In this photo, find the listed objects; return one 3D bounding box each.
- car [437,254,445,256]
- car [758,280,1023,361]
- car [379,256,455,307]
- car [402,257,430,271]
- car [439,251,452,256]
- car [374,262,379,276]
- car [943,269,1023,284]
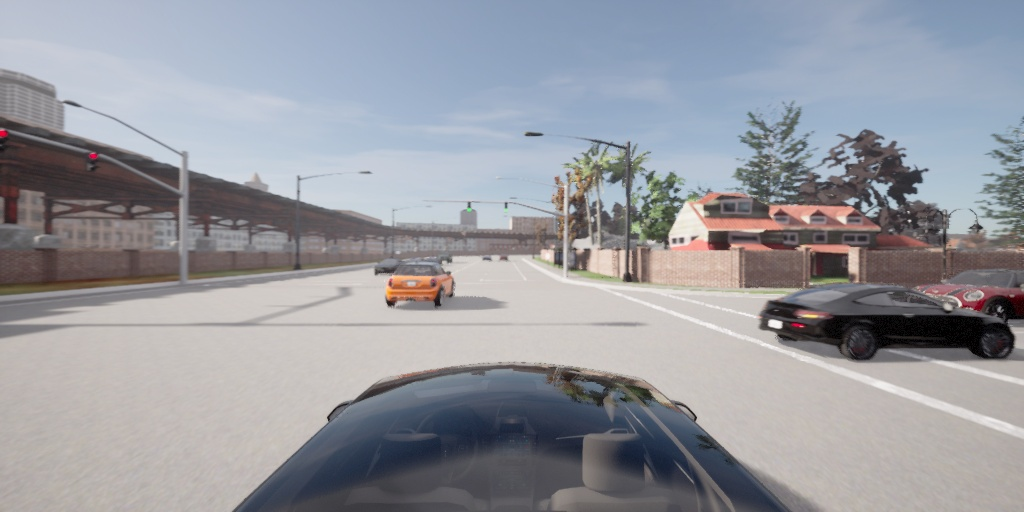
[{"bbox_3d":[-11.713,0.774,53.178,1.994,1.385,4.181,0,1,-1],"label":"car"},{"bbox_3d":[7.984,1.334,7.897,4.674,1.442,1.812,1,-1,-4],"label":"car"},{"bbox_3d":[-3.746,1.042,15.330,2.097,1.767,4.553,0,0,-1],"label":"car"},{"bbox_3d":[-11.521,0.871,43.222,2.128,1.511,4.902,0,1,-1],"label":"car"},{"bbox_3d":[-11.954,0.209,63.902,2.150,2.045,5.566,0,1,-1],"label":"car"},{"bbox_3d":[-11.358,0.979,33.719,1.882,1.535,5.008,0,1,-1],"label":"car"},{"bbox_3d":[15.825,1.220,11.754,4.553,1.767,2.097,0,0,-3],"label":"car"}]
